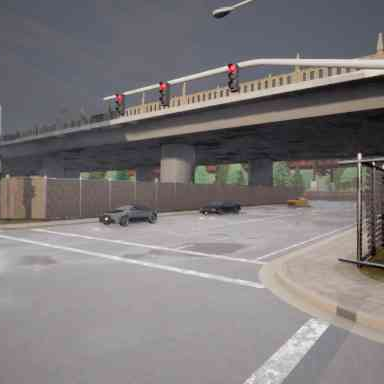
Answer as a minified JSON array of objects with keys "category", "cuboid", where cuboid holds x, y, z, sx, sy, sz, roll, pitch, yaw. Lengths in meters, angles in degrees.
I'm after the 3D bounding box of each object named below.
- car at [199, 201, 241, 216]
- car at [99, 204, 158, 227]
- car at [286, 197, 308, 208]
[{"category":"car","cuboid":[2.912,1.546,32.703,2.033,1.411,5.357,0,0,37]},{"category":"car","cuboid":[-4.339,1.561,23.102,1.994,1.385,4.181,0,0,37]},{"category":"car","cuboid":[15.594,1.482,49.362,1.882,1.535,5.008,0,0,37]}]
